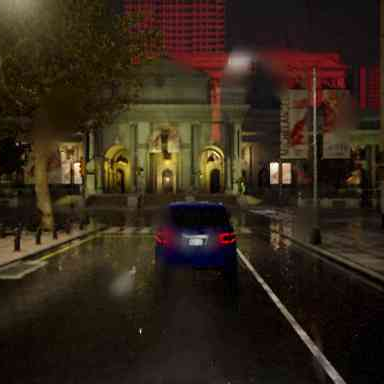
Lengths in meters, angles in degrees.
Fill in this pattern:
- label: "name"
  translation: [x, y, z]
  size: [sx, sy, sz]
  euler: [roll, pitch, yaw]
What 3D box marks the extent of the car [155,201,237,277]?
- label: "car"
  translation: [0.124, 1.289, 10.655]
  size: [2.150, 2.045, 5.566]
  euler: [0, 0, 1]
